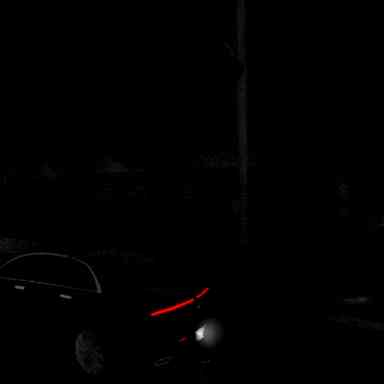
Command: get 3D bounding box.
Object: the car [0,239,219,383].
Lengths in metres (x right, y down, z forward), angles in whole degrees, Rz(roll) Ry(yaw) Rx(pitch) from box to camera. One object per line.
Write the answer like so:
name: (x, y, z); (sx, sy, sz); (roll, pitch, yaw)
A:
car: (-1.947, 1.550, 5.442); (4.892, 1.490, 1.837); (-1, 1, 31)
